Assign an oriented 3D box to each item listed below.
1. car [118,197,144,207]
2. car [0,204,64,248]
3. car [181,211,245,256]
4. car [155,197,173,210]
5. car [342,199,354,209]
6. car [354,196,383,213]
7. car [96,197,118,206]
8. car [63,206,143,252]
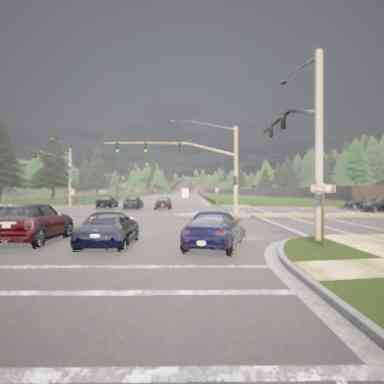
[{"bbox_3d":[-6.903,1.315,39.441,2.128,1.511,4.902,0,0,0],"label":"car"},{"bbox_3d":[-6.902,1.287,14.548,2.097,1.767,4.553,0,0,0],"label":"car"},{"bbox_3d":[0.889,1.467,12.916,1.812,1.442,4.674,0,0,15],"label":"car"},{"bbox_3d":[-3.416,1.344,40.501,1.812,1.442,4.674,0,0,0],"label":"car"},{"bbox_3d":[20.941,1.310,40.476,4.902,1.511,2.128,0,0,1],"label":"car"},{"bbox_3d":[19.326,1.202,33.498,4.553,1.767,2.097,0,0,1],"label":"car"},{"bbox_3d":[-10.403,1.294,41.029,1.882,1.535,5.008,0,0,0],"label":"car"},{"bbox_3d":[-3.402,1.502,13.662,1.994,1.385,4.181,0,0,0],"label":"car"}]
